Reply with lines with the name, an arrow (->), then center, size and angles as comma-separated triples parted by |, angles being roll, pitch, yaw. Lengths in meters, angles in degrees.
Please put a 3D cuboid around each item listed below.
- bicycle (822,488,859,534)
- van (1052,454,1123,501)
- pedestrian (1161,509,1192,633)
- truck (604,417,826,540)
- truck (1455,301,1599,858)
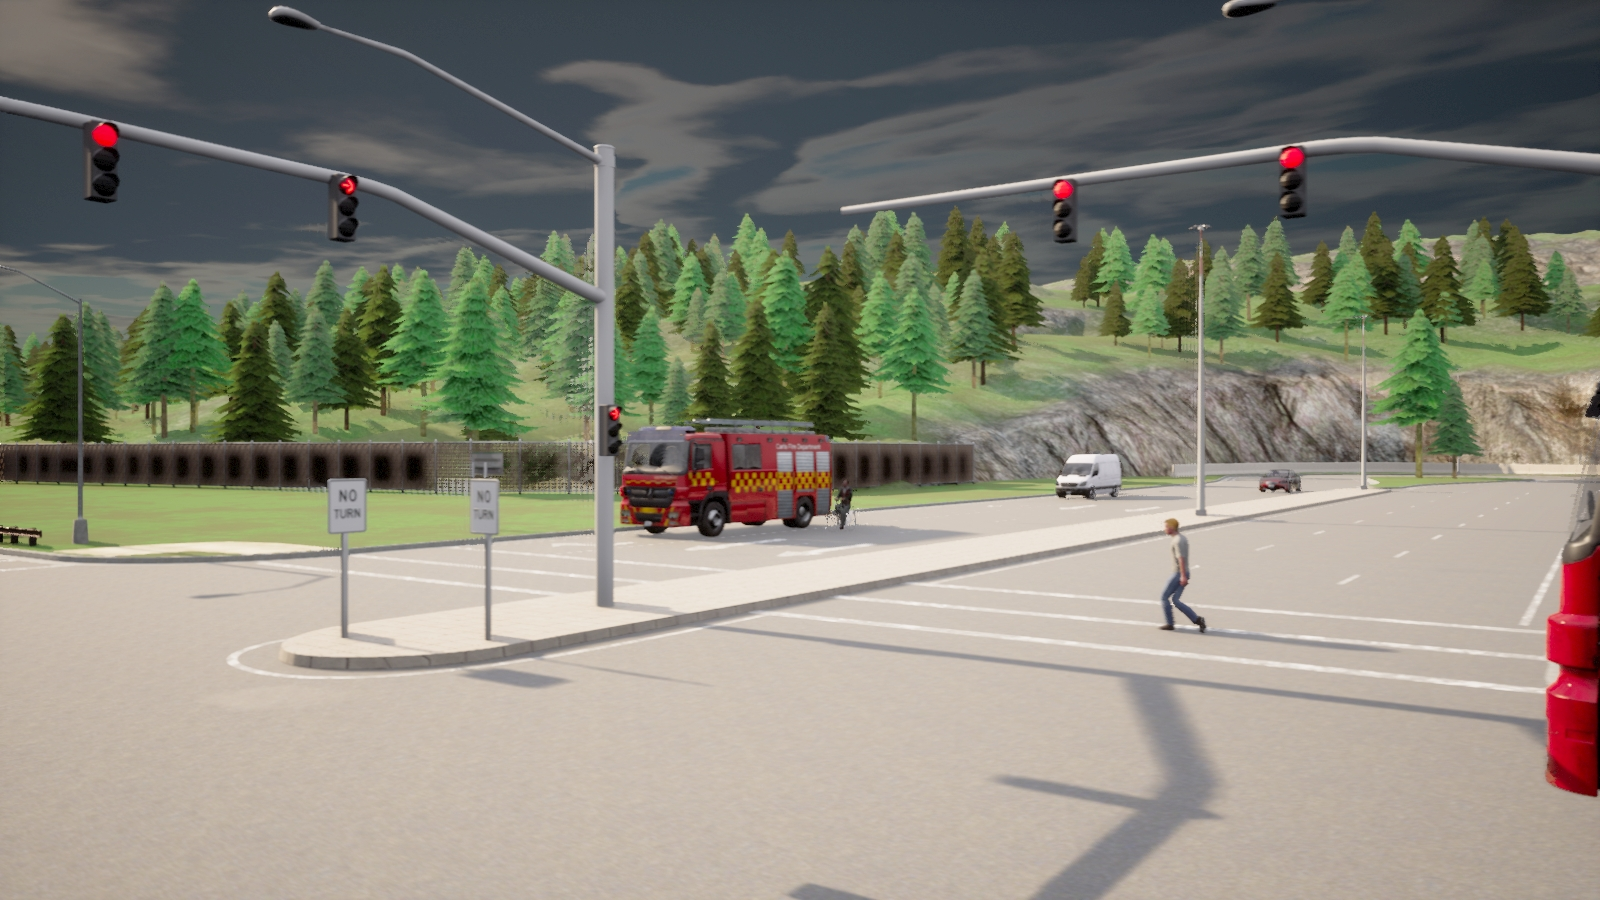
bicycle -> 1.390, 2.057, 38.875 | 0.329, 1.471, 1.835 | 0, 0, 35
van -> 16.724, 1.531, 66.304 | 1.988, 2.561, 5.915 | 0, 0, 36
pedestrian -> 5.797, 1.848, 17.593 | 0.375, 1.860, 0.375 | 0, 0, 33
truck -> -2.698, 0.888, 39.585 | 2.891, 3.827, 8.468 | 0, 0, 36
truck -> 8.955, 0.890, 6.683 | 8.468, 3.827, 2.891 | 0, 0, 42
